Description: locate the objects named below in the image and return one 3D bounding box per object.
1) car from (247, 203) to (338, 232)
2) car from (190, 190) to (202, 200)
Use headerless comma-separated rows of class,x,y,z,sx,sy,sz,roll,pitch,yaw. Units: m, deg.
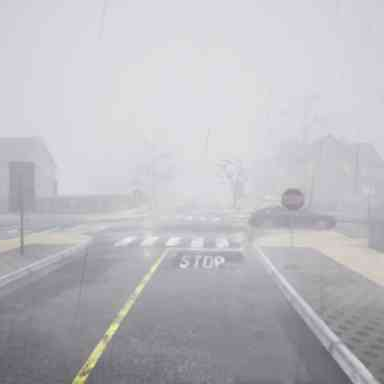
car,5.583,1.402,18.732,4.892,1.490,1.837,-1,1,3
car,0.814,0.516,68.440,2.150,2.045,5.566,0,0,3
